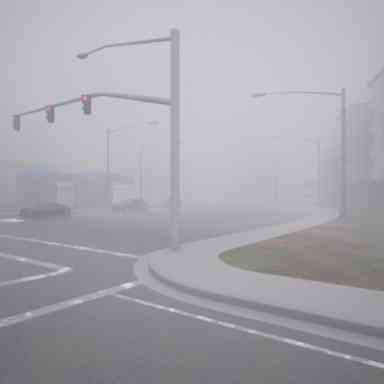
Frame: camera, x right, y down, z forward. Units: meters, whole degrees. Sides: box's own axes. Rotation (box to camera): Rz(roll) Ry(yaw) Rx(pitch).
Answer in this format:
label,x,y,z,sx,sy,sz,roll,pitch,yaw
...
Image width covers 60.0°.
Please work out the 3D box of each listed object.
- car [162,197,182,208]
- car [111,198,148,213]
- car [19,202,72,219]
label,x,y,z,sx,sy,sz,roll,pitch,yaw
car,-2.823,1.489,47.082,1.837,1.490,4.892,0,0,13
car,-6.874,1.463,36.942,1.882,1.535,5.008,0,0,29
car,-12.523,1.550,28.668,1.994,1.385,4.181,0,0,36
